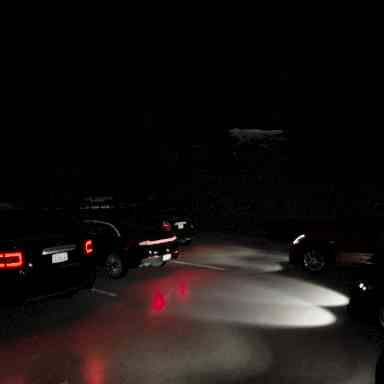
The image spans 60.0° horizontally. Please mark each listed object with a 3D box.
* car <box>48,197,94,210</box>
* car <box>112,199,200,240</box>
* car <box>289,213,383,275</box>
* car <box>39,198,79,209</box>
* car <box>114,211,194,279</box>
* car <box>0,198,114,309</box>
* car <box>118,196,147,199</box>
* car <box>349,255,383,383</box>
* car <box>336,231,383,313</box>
[{"bbox_3d":[-15.622,1.453,43.149,2.033,1.411,5.357,0,0,40],"label":"car"},{"bbox_3d":[-2.164,1.351,14.090,4.553,1.767,2.097,0,0,35],"label":"car"},{"bbox_3d":[5.023,1.352,9.009,4.553,1.767,2.097,0,0,36],"label":"car"},{"bbox_3d":[-18.119,1.491,45.517,1.895,1.301,4.718,0,0,43],"label":"car"},{"bbox_3d":[-2.623,1.491,10.121,4.902,1.511,2.128,0,0,36],"label":"car"},{"bbox_3d":[-4.508,1.221,7.194,5.566,2.045,2.150,0,0,33],"label":"car"},{"bbox_3d":[-8.670,1.405,49.850,4.902,1.511,2.128,0,0,-41],"label":"car"},{"bbox_3d":[3.599,1.474,1.420,5.008,1.535,1.882,0,0,35],"label":"car"},{"bbox_3d":[4.650,1.564,4.965,4.181,1.385,1.994,0,0,36],"label":"car"}]
